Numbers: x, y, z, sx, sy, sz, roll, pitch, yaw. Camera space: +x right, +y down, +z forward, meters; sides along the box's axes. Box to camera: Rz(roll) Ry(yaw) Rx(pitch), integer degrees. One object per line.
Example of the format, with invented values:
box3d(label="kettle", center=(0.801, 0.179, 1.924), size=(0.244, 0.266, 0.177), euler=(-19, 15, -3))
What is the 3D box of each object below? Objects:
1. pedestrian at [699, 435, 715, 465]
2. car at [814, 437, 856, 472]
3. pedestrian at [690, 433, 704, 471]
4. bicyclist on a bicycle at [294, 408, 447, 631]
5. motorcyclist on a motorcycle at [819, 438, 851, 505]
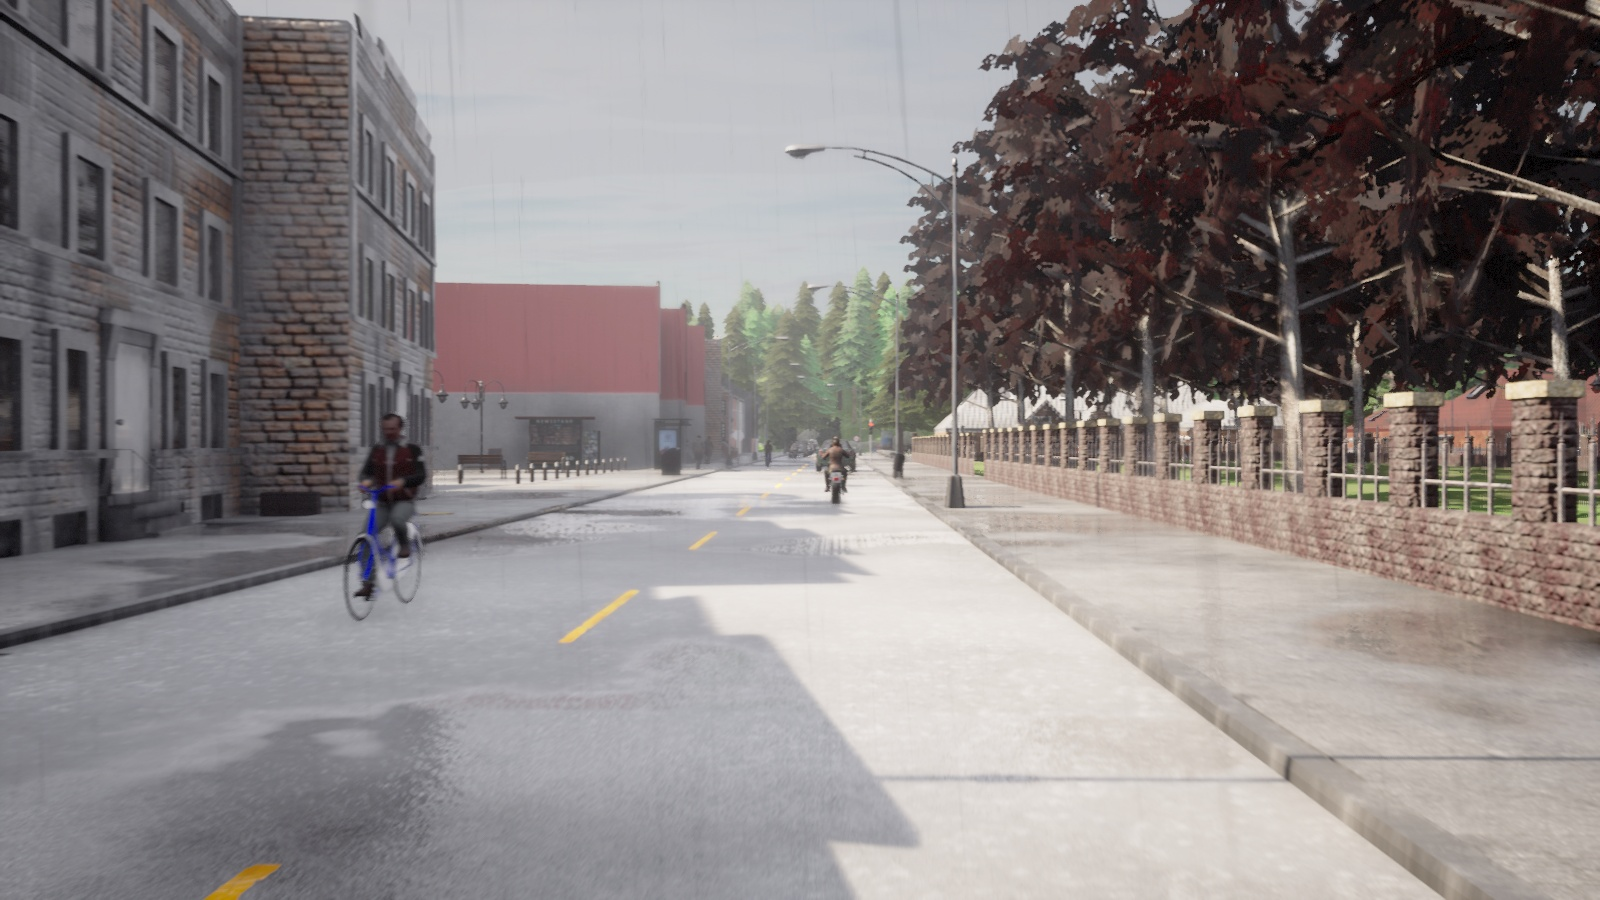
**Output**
box3d(label="pedestrian", center=(-6.072, -0.013, 81.957), size=(0.659, 1.952, 0.873), euler=(0, 0, 25))
box3d(label="car", center=(1.850, 0.232, 66.397), size=(2.097, 1.767, 4.553), euler=(0, 0, 2))
box3d(label="pedestrian", center=(-5.352, 0.082, 65.321), size=(0.659, 1.952, 0.873), euler=(0, 0, 3))
box3d(label="bicyclist on a bicycle", center=(-3.679, 0.552, 10.915), size=(0.659, 1.776, 1.843), euler=(0, 0, 2))
box3d(label="motorcyclist on a motorcycle", center=(0.882, 0.519, 31.713), size=(0.766, 1.649, 2.350), euler=(0, 0, 2))
